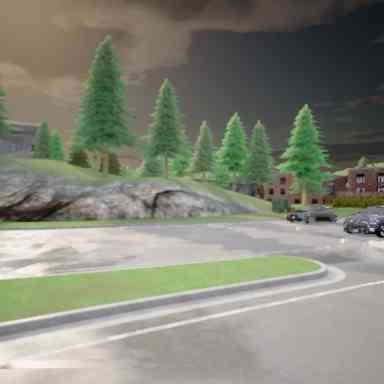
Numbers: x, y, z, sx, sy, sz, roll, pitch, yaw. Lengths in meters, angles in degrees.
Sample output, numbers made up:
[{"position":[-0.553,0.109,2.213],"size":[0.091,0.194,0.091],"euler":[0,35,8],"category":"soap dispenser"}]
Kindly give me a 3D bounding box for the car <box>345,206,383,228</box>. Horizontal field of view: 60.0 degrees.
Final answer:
[{"position":[14.106,1.820,24.937],"size":[5.357,1.411,2.033],"euler":[1,0,-29],"category":"car"}]

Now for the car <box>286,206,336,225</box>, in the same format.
[{"position":[9.534,1.790,26.424],"size":[4.181,1.385,1.994],"euler":[1,0,-29],"category":"car"}]

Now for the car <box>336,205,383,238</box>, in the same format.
[{"position":[10.888,1.562,19.186],"size":[4.553,1.767,2.097],"euler":[1,0,-29],"category":"car"}]
